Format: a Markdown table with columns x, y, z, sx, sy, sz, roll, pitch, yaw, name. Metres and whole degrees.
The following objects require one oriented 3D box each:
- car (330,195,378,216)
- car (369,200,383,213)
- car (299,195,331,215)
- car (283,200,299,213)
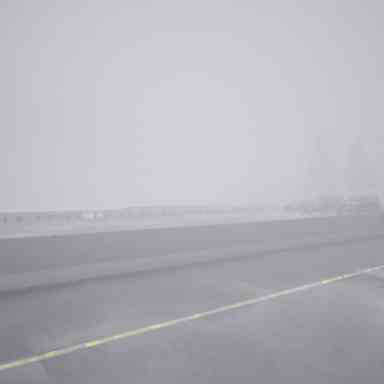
| x | y | z | sx | sy | sz | roll | pitch | yaw | name |
| --- | --- | --- | --- | --- | --- | --- | --- | --- | --- |
| 16.597 | 1.359 | 33.126 | 5.566 | 2.045 | 2.150 | 0 | 0 | -36 | car |
| 18.760 | 1.684 | 30.372 | 5.357 | 1.411 | 2.033 | 0 | 0 | -36 | car |
| 14.450 | 1.362 | 35.893 | 5.566 | 2.045 | 2.150 | 0 | 0 | -36 | car |
| 12.824 | 1.627 | 39.030 | 5.008 | 1.535 | 1.882 | 1 | 0 | -36 | car |
